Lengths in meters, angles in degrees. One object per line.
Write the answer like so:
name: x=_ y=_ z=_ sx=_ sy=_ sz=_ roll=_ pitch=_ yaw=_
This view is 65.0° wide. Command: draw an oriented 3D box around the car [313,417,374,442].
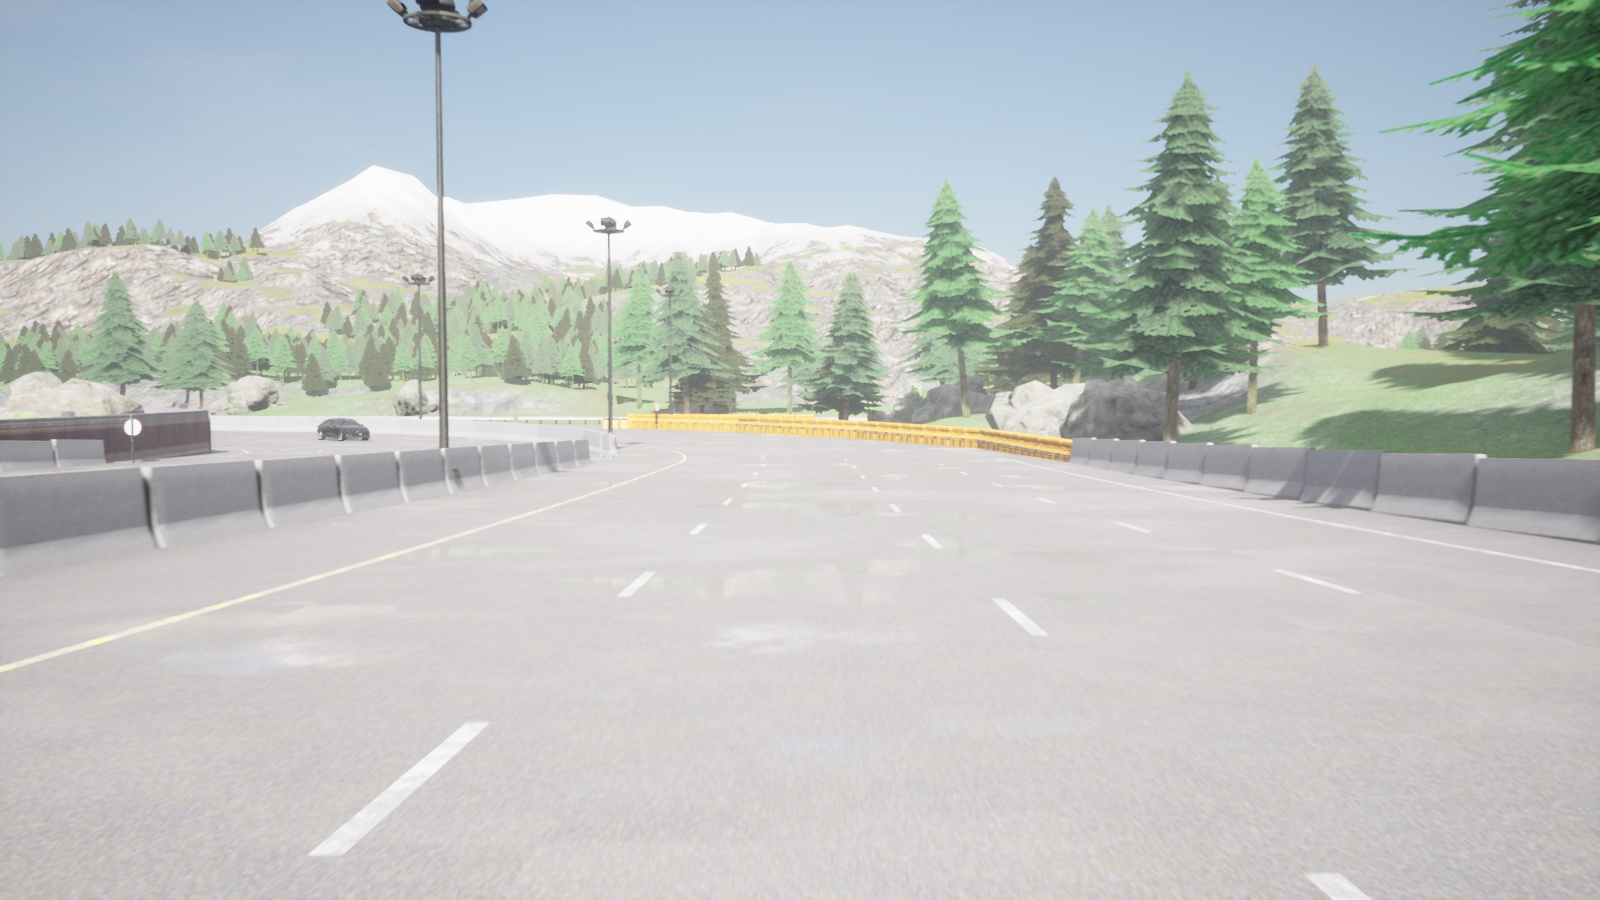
car: x=-30.101 y=-1.388 z=82.729 sx=4.892 sy=1.490 sz=1.837 roll=3 pitch=4 yaw=44
